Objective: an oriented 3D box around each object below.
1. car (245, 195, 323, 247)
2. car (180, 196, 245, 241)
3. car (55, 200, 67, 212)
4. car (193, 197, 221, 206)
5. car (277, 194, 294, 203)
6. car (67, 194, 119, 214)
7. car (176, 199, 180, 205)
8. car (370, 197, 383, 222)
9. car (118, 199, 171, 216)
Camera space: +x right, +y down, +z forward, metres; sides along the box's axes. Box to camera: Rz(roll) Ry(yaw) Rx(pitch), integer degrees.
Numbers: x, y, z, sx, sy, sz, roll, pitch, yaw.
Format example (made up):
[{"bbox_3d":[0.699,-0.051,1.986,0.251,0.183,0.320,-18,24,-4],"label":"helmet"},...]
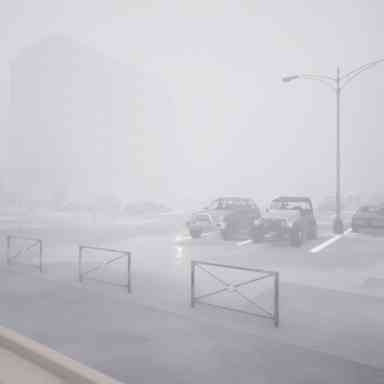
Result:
[{"bbox_3d":[4.062,1.155,14.223,1.905,1.878,3.866,0,0,34],"label":"car"},{"bbox_3d":[1.693,1.151,15.888,1.932,1.855,4.605,0,0,34],"label":"car"},{"bbox_3d":[-13.242,1.342,37.876,2.097,1.767,4.553,0,0,34],"label":"car"},{"bbox_3d":[2.556,1.538,55.000,2.033,1.411,5.357,0,0,34],"label":"car"},{"bbox_3d":[18.746,1.312,66.586,2.097,1.767,4.553,0,0,34],"label":"car"},{"bbox_3d":[-10.207,1.212,36.122,2.150,2.045,5.566,0,0,34],"label":"car"},{"bbox_3d":[-0.716,1.483,56.415,2.128,1.511,4.902,0,0,34],"label":"car"},{"bbox_3d":[16.077,1.395,27.187,1.970,1.475,3.806,0,0,34],"label":"car"},{"bbox_3d":[-4.213,1.546,32.321,2.033,1.411,5.357,0,0,35],"label":"car"}]
